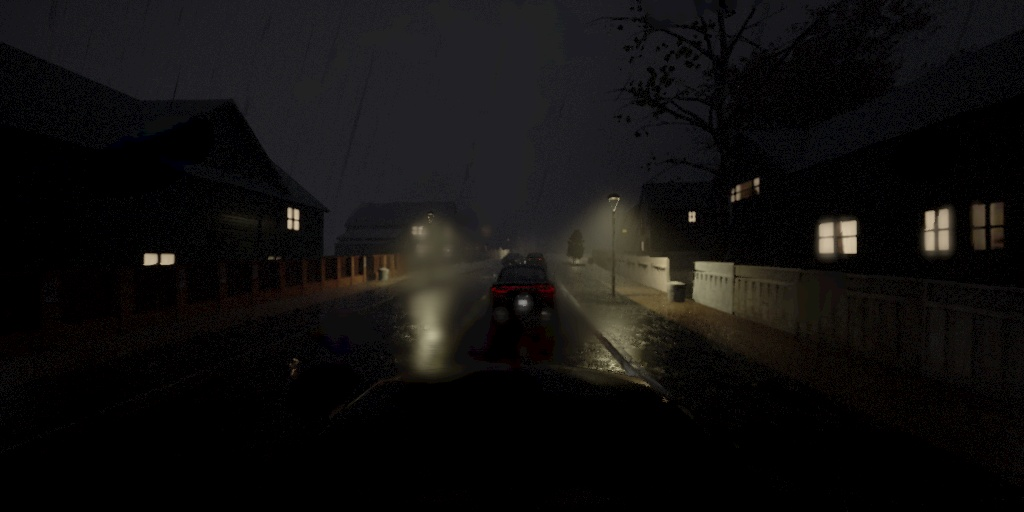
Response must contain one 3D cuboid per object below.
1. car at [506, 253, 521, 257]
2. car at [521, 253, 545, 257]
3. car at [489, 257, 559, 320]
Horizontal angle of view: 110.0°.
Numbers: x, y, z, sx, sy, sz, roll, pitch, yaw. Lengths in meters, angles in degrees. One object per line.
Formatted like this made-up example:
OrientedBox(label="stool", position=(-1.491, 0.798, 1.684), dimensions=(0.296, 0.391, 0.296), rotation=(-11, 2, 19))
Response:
OrientedBox(label="car", position=(0.166, 0.327, 39.172), dimensions=(2.033, 1.411, 5.357), rotation=(0, 2, 9))
OrientedBox(label="car", position=(2.192, 0.449, 32.410), dimensions=(1.837, 1.490, 4.892), rotation=(0, 1, 7))
OrientedBox(label="car", position=(0.376, 0.979, 11.459), dimensions=(1.882, 1.535, 5.008), rotation=(0, 1, 2))
